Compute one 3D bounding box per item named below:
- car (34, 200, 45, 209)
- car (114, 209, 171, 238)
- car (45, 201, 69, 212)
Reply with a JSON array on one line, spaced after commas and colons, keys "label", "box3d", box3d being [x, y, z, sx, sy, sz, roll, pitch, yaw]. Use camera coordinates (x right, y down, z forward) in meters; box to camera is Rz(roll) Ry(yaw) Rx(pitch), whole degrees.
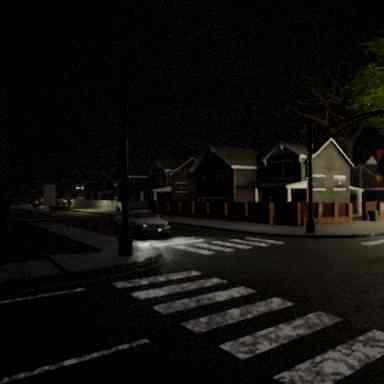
[{"label": "car", "box3d": [-26.361, 2.221, 58.181, 2.128, 1.511, 4.902, -1, 0, -35]}, {"label": "car", "box3d": [-3.063, 1.767, 19.561, 1.812, 1.442, 4.674, -1, 0, -35]}, {"label": "car", "box3d": [-19.156, 2.062, 47.828, 2.128, 1.511, 4.902, -1, 0, -35]}]
